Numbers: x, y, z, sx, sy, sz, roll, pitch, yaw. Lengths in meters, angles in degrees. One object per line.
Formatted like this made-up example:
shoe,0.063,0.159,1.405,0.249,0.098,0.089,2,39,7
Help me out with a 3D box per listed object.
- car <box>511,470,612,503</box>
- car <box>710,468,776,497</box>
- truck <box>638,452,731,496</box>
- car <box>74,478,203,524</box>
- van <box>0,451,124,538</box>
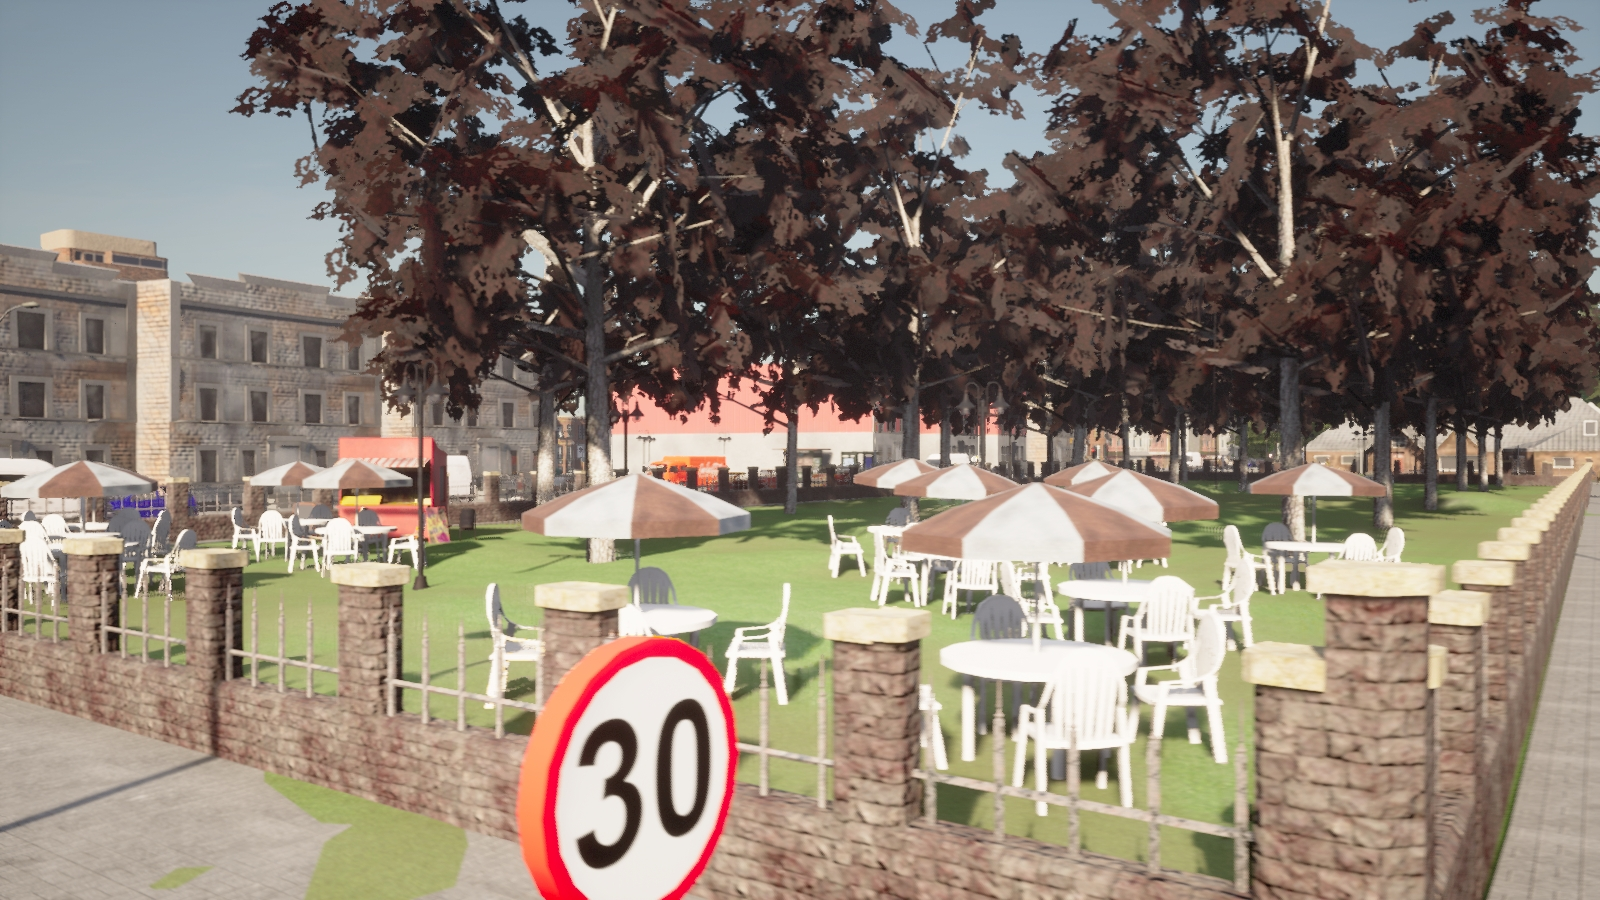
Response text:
car,-12.234,1.816,58.821,2.097,1.535,5.006,0,0,35
car,-3.204,1.808,64.742,1.789,1.549,3.705,0,0,35
truck,-6.709,1.349,66.715,2.627,2.467,5.204,0,0,35
car,-24.139,1.821,41.766,1.845,1.501,3.633,0,0,35
van,-24.253,1.316,34.887,1.988,2.561,5.915,0,0,35
